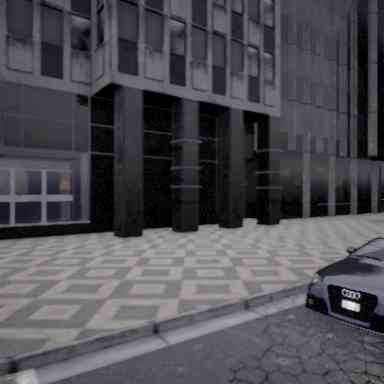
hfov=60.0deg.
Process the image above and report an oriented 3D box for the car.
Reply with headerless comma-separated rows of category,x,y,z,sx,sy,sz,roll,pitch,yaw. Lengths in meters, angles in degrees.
car,4.058,1.562,6.274,4.181,1.385,1.994,0,0,-36
